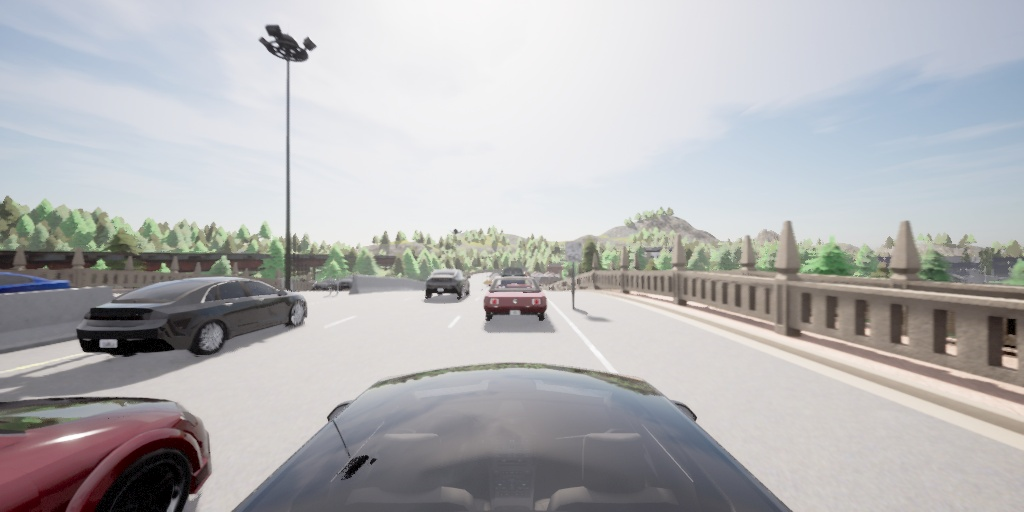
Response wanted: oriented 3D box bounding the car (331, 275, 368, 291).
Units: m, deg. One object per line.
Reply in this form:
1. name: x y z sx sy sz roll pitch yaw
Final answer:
1. car: -14.015 2.439 32.537 1.837 1.490 4.892 0 -6 0

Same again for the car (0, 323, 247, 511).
1. car: -3.400 1.314 1.128 1.994 1.385 4.181 0 0 0

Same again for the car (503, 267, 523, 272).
1. car: 0.091 2.188 32.952 2.150 2.045 5.566 0 -6 0

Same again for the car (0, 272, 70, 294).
1. car: -17.584 1.245 11.378 1.882 1.535 5.008 0 -1 0

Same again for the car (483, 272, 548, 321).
1. car: 0.097 1.382 12.558 1.895 1.301 4.718 0 -1 0

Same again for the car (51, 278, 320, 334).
1. car: -6.902 1.257 8.558 1.837 1.490 4.892 0 0 0

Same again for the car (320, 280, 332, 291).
1. car: -21.011 3.450 41.312 1.837 1.490 4.892 0 -7 0

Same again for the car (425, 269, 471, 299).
1. car: -3.406 1.494 19.551 1.837 1.490 4.892 0 -3 0
